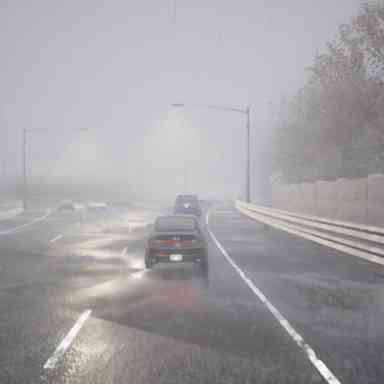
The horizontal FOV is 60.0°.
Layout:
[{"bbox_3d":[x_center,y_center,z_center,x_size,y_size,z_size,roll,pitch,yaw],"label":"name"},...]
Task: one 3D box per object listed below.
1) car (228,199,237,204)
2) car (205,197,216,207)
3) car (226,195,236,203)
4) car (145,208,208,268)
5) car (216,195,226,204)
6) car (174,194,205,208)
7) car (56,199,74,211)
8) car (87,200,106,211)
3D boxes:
[{"bbox_3d":[11.354,2.684,93.061,1.812,1.442,4.674,0,-4,14],"label":"car"},{"bbox_3d":[2.159,1.508,50.470,1.812,1.442,4.674,0,0,10],"label":"car"},{"bbox_3d":[8.993,1.854,82.997,2.150,2.045,5.566,0,-3,13],"label":"car"},{"bbox_3d":[-0.505,1.504,11.313,1.837,1.490,4.892,0,0,-2],"label":"car"},{"bbox_3d":[4.731,1.614,63.157,1.895,1.301,4.718,0,-1,12],"label":"car"},{"bbox_3d":[-0.278,1.216,28.693,2.150,2.045,5.566,0,0,3],"label":"car"},{"bbox_3d":[-16.178,1.594,42.443,2.033,1.411,5.357,0,0,-24],"label":"car"},{"bbox_3d":[-11.954,1.633,41.383,1.895,1.301,4.718,0,0,-22],"label":"car"}]
